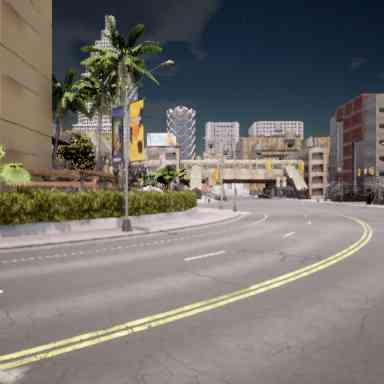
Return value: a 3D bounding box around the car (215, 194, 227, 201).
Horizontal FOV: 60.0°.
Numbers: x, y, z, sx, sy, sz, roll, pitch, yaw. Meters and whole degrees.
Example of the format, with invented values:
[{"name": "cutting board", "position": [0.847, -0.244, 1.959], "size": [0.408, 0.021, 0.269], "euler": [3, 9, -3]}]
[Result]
[{"name": "car", "position": [7.488, 1.436, 81.933], "size": [2.097, 1.535, 5.008], "euler": [0, 0, 1]}]
